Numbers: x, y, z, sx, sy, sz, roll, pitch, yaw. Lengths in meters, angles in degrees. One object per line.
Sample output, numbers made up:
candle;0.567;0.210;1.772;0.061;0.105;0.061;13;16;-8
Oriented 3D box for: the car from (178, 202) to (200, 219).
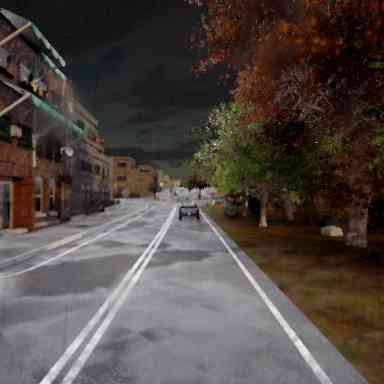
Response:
car;-0.299;1.706;31.298;2.128;1.511;4.902;0;0;-1
